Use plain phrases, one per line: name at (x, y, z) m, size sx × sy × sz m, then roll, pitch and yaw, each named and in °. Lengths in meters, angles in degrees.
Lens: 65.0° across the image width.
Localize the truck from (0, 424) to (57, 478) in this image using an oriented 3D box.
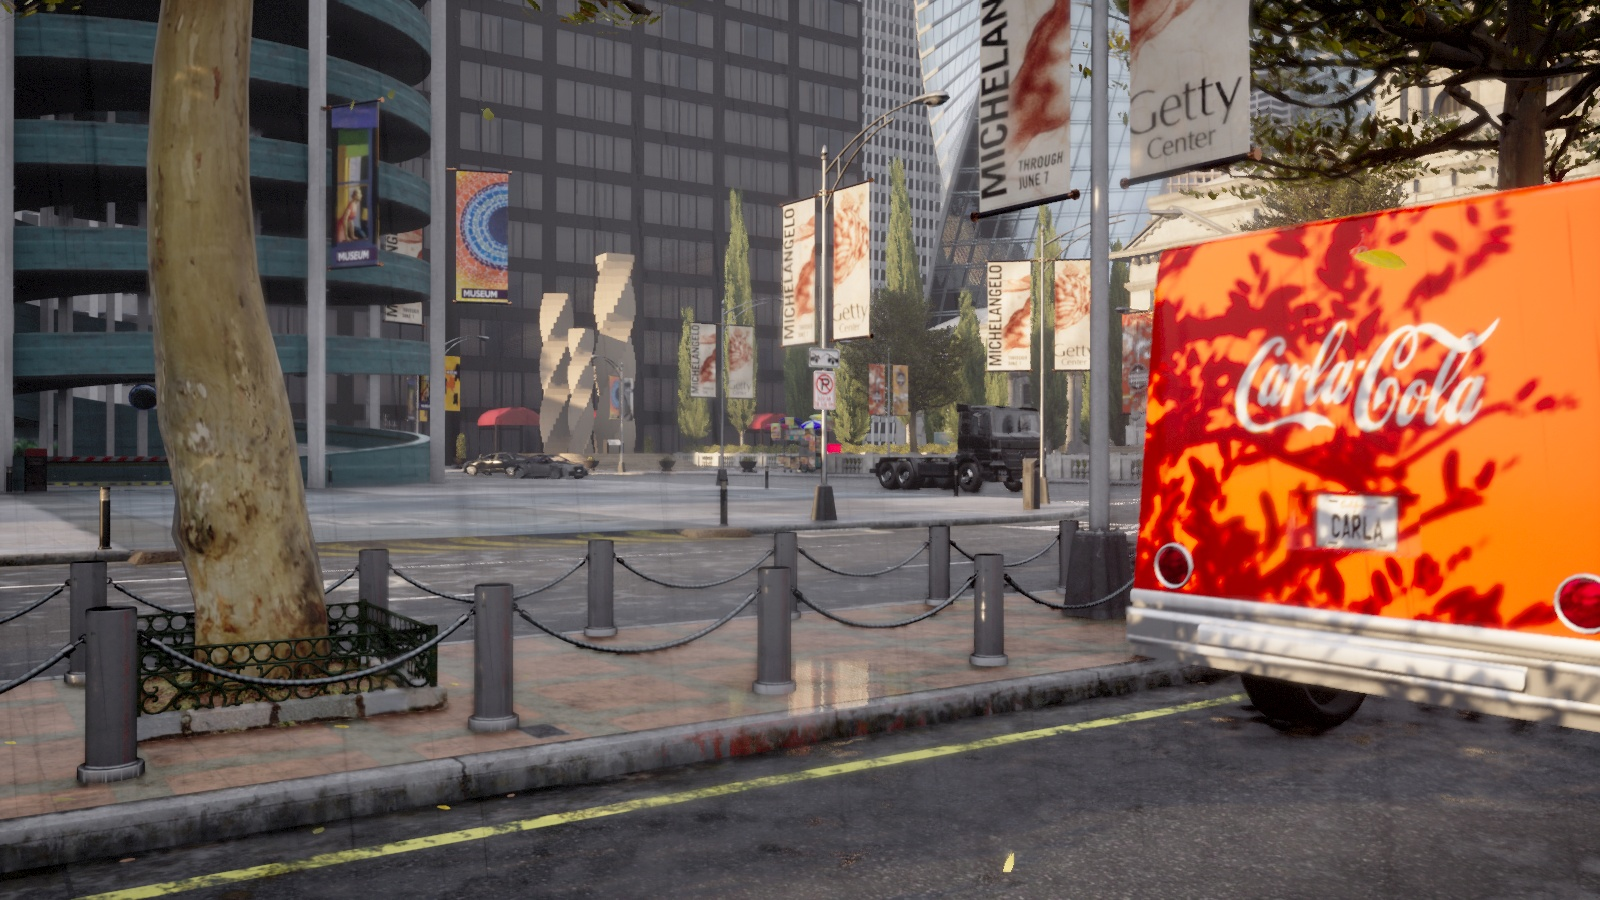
truck at (-52.072, 0.069, 79.922) m, size 7.936 × 3.462 × 2.891 m, roll 0°, pitch 0°, yaw -25°

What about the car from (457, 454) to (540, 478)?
car at (-19.023, 0.981, 79.227) m, size 4.892 × 1.490 × 1.837 m, roll 0°, pitch 0°, yaw 20°

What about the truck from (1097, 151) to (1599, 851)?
truck at (4.396, 0.243, 6.722) m, size 5.204 × 2.467 × 2.627 m, roll 2°, pitch -1°, yaw -35°

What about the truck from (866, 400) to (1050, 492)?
truck at (6.281, -0.128, 51.367) m, size 2.891 × 3.462 × 7.936 m, roll 0°, pitch 0°, yaw -35°

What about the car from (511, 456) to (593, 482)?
car at (-13.626, 1.003, 69.003) m, size 4.181 × 1.385 × 1.994 m, roll 0°, pitch 0°, yaw 30°
